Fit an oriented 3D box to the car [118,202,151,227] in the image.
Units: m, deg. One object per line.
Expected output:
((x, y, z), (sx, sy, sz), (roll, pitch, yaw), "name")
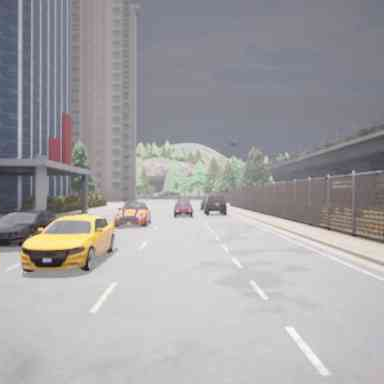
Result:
((-4.197, 1.513, 24.125), (2.097, 1.767, 4.553), (0, 0, -1), "car")

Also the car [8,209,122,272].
((-3.891, 1.554, 11.261), (1.882, 1.535, 5.008), (0, -1, -2), "car")

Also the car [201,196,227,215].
((2.528, 1.464, 36.707), (2.150, 2.045, 5.566), (0, 0, -1), "car")

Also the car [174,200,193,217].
((-0.859, 1.825, 33.819), (1.895, 1.301, 4.718), (0, 0, -2), "car")

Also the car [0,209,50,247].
((-7.488, 1.580, 15.050), (1.882, 1.535, 5.008), (0, -1, -1), "car")
